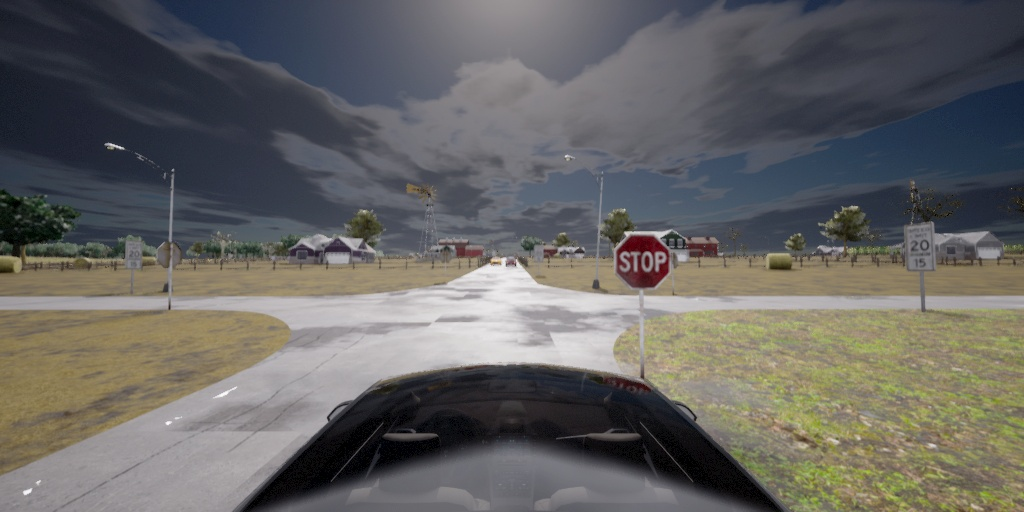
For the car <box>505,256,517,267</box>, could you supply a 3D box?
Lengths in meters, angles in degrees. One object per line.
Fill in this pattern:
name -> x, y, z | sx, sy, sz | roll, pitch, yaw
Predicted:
car -> -0.165, 1.138, 61.829 | 1.895, 1.301, 4.718 | 0, 0, 0
